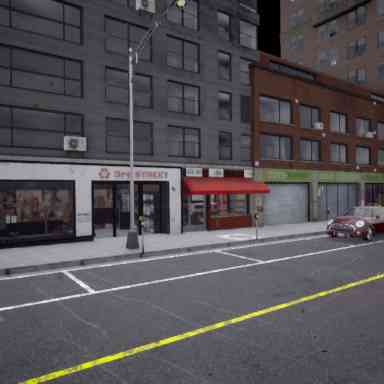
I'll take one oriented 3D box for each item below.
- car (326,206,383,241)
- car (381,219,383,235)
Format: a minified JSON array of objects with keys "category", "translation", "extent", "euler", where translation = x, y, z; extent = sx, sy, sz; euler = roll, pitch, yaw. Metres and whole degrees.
[{"category":"car","translation":[8.456,1.435,16.440],"extent":[4.097,1.590,1.967],"euler":[0,-1,-35]},{"category":"car","translation":[7.161,1.454,8.542],"extent":[5.366,1.575,1.801],"euler":[0,0,-36]}]
